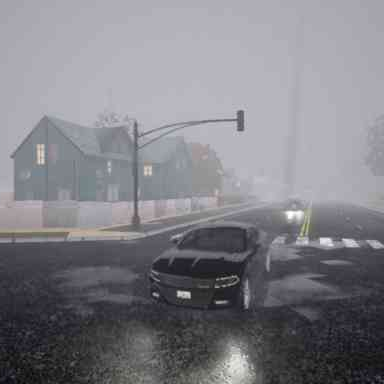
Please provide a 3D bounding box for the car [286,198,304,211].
[{"bbox_3d":[12.714,1.515,40.928,2.128,1.511,4.902,0,0,20],"label":"car"}]

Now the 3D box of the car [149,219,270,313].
[{"bbox_3d":[0.709,1.484,8.041,1.882,1.535,5.008,0,0,20],"label":"car"}]
